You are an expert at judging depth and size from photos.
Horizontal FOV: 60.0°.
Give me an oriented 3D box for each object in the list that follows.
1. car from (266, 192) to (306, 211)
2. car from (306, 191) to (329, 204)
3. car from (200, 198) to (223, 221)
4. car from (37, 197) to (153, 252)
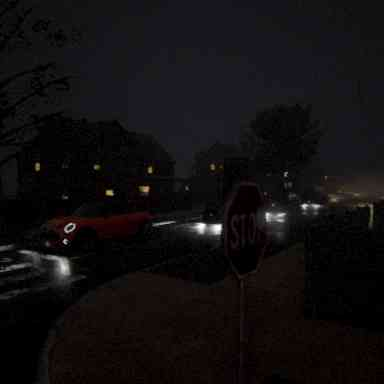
[{"bbox_3d":[8.291,0.790,30.064,2.128,1.511,4.902,0,2,36],"label":"car"},{"bbox_3d":[14.342,0.594,38.480,2.033,1.411,5.357,0,2,36],"label":"car"},{"bbox_3d":[2.308,1.113,21.696,1.994,1.385,4.181,0,2,35],"label":"car"},{"bbox_3d":[-3.699,1.154,13.277,2.097,1.767,4.553,0,2,36],"label":"car"}]
